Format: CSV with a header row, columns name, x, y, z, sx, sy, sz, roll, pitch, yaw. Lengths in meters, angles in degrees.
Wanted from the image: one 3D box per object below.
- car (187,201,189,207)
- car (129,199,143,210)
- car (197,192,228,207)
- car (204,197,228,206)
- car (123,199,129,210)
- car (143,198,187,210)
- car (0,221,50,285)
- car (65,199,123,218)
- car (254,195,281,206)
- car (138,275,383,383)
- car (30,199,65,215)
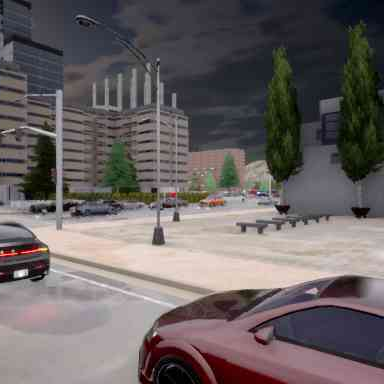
name,x,y,z,sx,sy,sz,roll,pitch,yaw
car,-2.402,1.564,48.825,1.994,1.385,4.181,0,0,41
car,-8.268,1.601,41.909,1.895,1.301,4.718,0,0,40
car,3.035,1.352,49.817,2.097,1.767,4.553,0,0,40
car,4.072,1.564,56.426,1.994,1.385,4.181,0,0,41
car,-9.446,1.505,35.102,1.837,1.490,4.892,0,0,40
car,-3.365,1.491,42.281,2.128,1.511,4.902,0,0,40
car,-5.535,1.505,8.714,4.892,1.490,1.837,0,0,40
car,-8.833,1.564,30.098,1.994,1.385,4.181,0,0,40
car,12.812,1.601,55.663,1.895,1.301,4.718,0,0,40
car,1.446,1.564,3.208,4.181,1.385,1.994,0,0,37
car,-14.302,1.478,34.783,1.882,1.535,5.008,0,0,40
